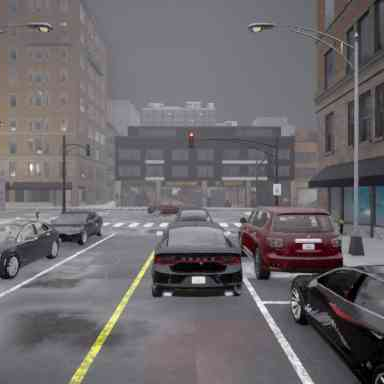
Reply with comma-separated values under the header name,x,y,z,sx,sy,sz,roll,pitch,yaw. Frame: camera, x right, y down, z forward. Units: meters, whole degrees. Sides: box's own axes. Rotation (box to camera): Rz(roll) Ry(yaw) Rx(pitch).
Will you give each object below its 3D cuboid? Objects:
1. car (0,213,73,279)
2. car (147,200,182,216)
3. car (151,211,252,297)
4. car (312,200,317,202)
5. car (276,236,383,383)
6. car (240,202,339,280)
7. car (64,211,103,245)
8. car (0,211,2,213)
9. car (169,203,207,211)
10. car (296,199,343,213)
name,x,y,z,sx,sy,sz,roll,pitch,yaw
car,-5.403,1.550,9.869,2.008,1.369,4.403,0,0,0
car,-1.696,1.475,31.103,5.008,1.535,1.882,0,0,0
car,0.061,1.477,8.630,1.882,1.535,5.008,0,0,-1
car,15.248,1.305,34.654,5.566,2.045,2.150,0,0,0
car,2.630,1.566,4.218,1.947,1.339,4.313,0,0,0
car,2.622,1.314,9.880,2.192,1.841,5.009,0,0,0
car,-5.411,1.565,15.531,1.947,1.339,4.313,0,0,0
car,-20.413,1.386,30.989,5.008,1.535,1.882,0,0,0
car,0.057,1.504,16.202,1.837,1.490,4.892,0,0,0
car,14.436,1.605,37.881,4.674,1.442,1.812,0,0,0
